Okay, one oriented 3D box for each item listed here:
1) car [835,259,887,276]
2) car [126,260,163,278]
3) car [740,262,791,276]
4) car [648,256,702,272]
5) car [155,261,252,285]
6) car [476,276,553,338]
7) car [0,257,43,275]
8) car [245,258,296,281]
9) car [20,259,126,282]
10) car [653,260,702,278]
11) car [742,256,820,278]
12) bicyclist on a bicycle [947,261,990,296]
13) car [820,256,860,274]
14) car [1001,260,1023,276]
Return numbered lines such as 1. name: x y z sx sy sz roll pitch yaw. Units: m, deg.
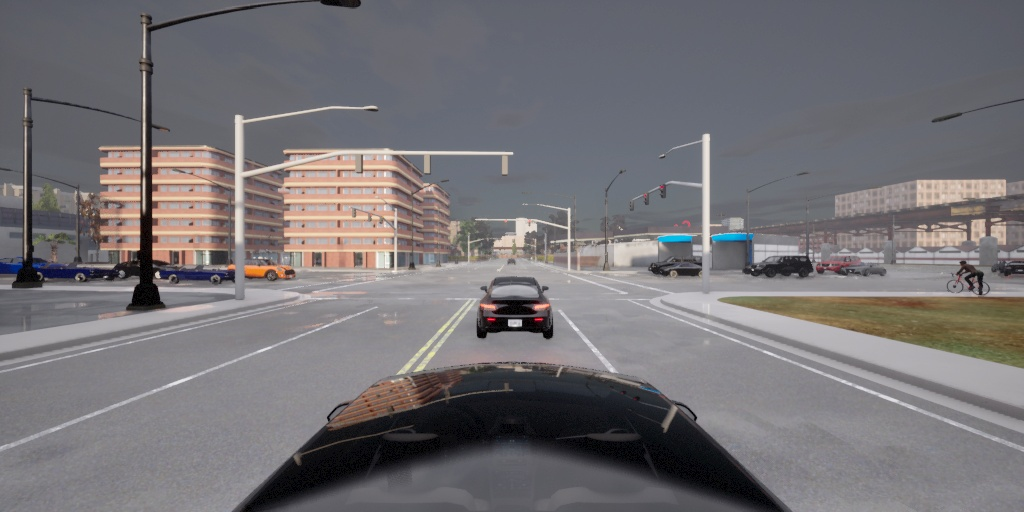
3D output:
1. car: 35.243 1.314 35.978 4.181 1.385 1.994 0 0 -18
2. car: -28.243 1.021 28.122 4.892 1.490 1.837 1 0 1
3. car: 26.583 1.314 37.696 4.181 1.385 1.994 0 0 -8
4. car: 17.183 0.971 37.340 5.566 2.045 2.150 0 0 1
5. car: -20.965 1.220 24.490 4.718 1.301 1.895 1 0 2
6. car: 0.073 1.276 10.015 1.812 1.442 4.674 0 0 0
7. car: -38.176 0.821 28.310 5.008 1.535 1.882 1 0 1
8. car: -19.466 0.986 27.959 4.553 1.767 2.097 1 0 1
9. car: -30.080 1.088 24.654 4.718 1.301 1.895 1 0 1
10. car: 16.096 1.314 33.906 4.181 1.385 1.994 0 0 0
11. car: 25.449 0.971 34.037 5.566 2.045 2.150 0 0 -5
12. bicyclist on a bicycle: 21.908 1.051 17.256 0.582 1.620 1.656 0 0 0
13. car: 36.621 0.971 40.073 5.566 2.045 2.150 0 0 -22
14. car: 50.501 1.228 35.516 5.008 1.535 1.882 0 0 -33
